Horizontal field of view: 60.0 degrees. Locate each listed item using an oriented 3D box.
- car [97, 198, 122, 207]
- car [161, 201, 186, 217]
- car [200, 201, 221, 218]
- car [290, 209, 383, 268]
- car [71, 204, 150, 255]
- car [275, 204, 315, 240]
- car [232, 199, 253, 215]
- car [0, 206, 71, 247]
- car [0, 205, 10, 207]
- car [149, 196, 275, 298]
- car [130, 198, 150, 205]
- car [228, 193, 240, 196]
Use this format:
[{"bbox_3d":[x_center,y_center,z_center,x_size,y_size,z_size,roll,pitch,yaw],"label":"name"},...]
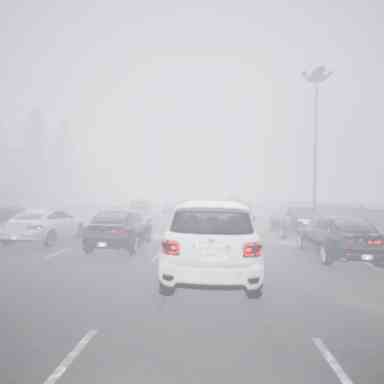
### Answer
[{"bbox_3d":[-8.548,1.366,34.976,1.812,1.442,4.674,1,0,3],"label":"car"},{"bbox_3d":[-1.699,1.576,32.158,1.895,1.301,4.718,1,0,3],"label":"car"},{"bbox_3d":[1.794,1.646,31.961,1.895,1.301,4.718,1,0,3],"label":"car"},{"bbox_3d":[5.120,1.611,11.865,1.837,1.490,4.892,1,0,3],"label":"car"},{"bbox_3d":[-2.768,1.454,13.155,1.837,1.490,4.892,1,0,3],"label":"car"},{"bbox_3d":[5.459,1.465,17.826,2.097,1.767,4.553,1,0,3],"label":"car"},{"bbox_3d":[5.504,1.598,36.968,1.882,1.535,5.008,1,0,4],"label":"car"},{"bbox_3d":[-6.229,1.406,14.175,1.812,1.442,4.674,1,0,3],"label":"car"},{"bbox_3d":[-9.550,1.379,17.221,1.994,1.385,4.181,1,0,3],"label":"car"},{"bbox_3d":[0.496,1.234,8.785,2.150,2.045,5.566,1,0,3],"label":"car"},{"bbox_3d":[-5.122,1.413,33.588,1.837,1.490,4.892,1,0,3],"label":"car"},{"bbox_3d":[6.202,1.360,49.583,2.150,2.045,5.566,1,0,3],"label":"car"}]
